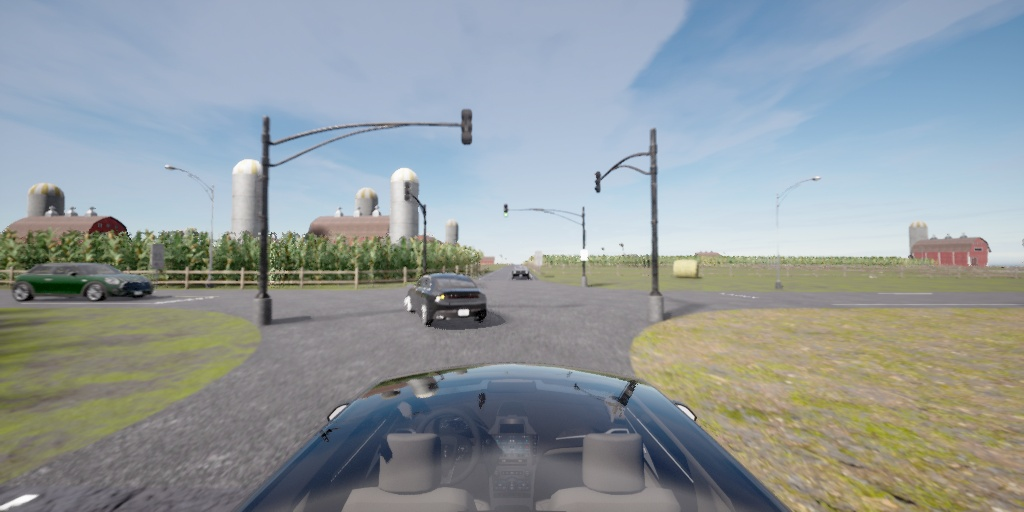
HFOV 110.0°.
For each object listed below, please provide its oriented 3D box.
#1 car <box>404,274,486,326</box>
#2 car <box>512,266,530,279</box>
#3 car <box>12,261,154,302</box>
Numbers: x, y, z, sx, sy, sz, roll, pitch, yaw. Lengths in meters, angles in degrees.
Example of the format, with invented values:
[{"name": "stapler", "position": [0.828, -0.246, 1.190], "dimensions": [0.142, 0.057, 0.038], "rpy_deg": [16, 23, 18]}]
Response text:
[{"name": "car", "position": [-2.396, 1.364, 12.320], "dimensions": [1.837, 1.490, 4.892], "rpy_deg": [2, -1, -25]}, {"name": "car", "position": [0.961, 1.756, 39.137], "dimensions": [1.895, 1.301, 4.718], "rpy_deg": [0, -1, 1]}, {"name": "car", "position": [-19.354, 1.103, 16.381], "dimensions": [4.553, 1.767, 2.097], "rpy_deg": [0, -2, -2]}]
